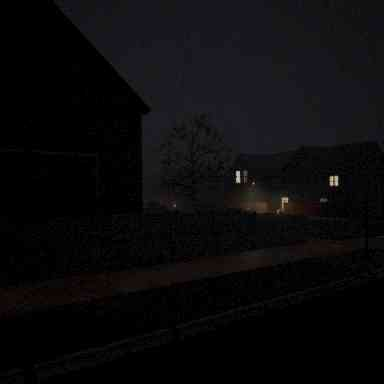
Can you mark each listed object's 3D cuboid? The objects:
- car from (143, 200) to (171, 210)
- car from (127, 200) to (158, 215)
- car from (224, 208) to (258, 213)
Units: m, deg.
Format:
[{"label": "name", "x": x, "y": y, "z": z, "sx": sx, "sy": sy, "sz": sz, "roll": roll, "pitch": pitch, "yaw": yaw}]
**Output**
[{"label": "car", "x": -4.536, "y": 2.028, "z": 39.234, "sx": 2.150, "sy": 2.045, "sz": 5.566, "roll": -1, "pitch": -1, "yaw": -36}, {"label": "car", "x": -7.291, "y": 2.192, "z": 48.099, "sx": 2.150, "sy": 2.045, "sz": 5.566, "roll": -1, "pitch": -1, "yaw": -35}, {"label": "car", "x": 4.084, "y": 1.999, "z": 27.094, "sx": 2.033, "sy": 1.411, "sz": 5.357, "roll": -1, "pitch": -1, "yaw": -35}]
